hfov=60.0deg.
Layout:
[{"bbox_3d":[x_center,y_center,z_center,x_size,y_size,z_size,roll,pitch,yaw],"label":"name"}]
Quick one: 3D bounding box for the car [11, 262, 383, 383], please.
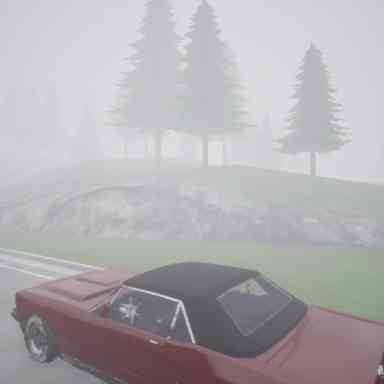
[{"bbox_3d":[-0.261,1.600,4.181,4.718,1.301,1.895,0,0,36],"label":"car"}]
